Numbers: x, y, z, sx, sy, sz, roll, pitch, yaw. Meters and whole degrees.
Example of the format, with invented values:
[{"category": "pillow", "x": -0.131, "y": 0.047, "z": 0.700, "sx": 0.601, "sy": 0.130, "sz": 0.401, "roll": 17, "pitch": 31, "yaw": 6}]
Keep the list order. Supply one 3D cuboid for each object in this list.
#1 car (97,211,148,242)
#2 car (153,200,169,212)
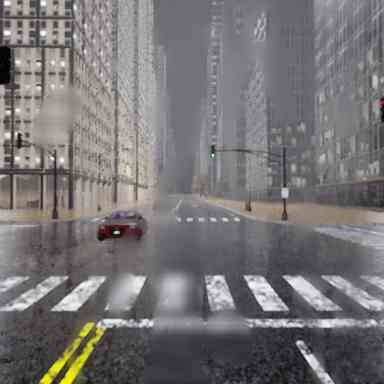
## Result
[{"category": "car", "x": -3.387, "y": 1.649, "z": 16.812, "sx": 1.994, "sy": 1.385, "sz": 4.181, "roll": 0, "pitch": -1, "yaw": -1}, {"category": "car", "x": -3.919, "y": 1.795, "z": 42.659, "sx": 2.033, "sy": 1.411, "sz": 5.357, "roll": 0, "pitch": 0, "yaw": -1}]
